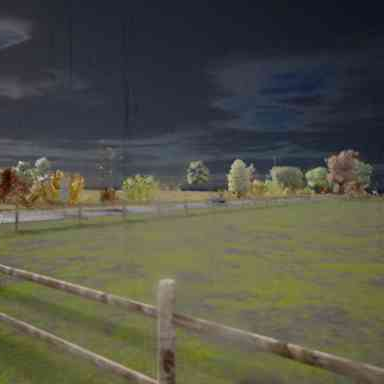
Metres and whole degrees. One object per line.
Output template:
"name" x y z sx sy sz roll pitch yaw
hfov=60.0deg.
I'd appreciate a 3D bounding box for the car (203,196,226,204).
"car" 3.627 1.228 52.064 1.895 1.301 4.718 1 0 36
